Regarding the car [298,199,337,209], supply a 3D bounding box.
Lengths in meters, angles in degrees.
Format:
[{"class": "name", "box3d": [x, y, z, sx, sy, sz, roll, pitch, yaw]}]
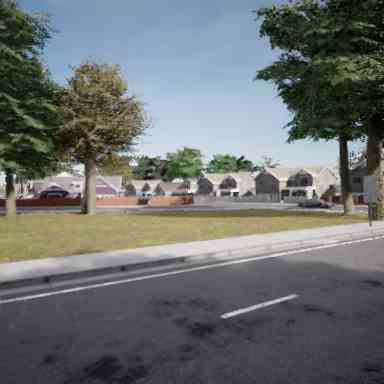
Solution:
[{"class": "car", "box3d": [17.614, 1.675, 47.163, 2.033, 1.411, 5.357, -1, 0, -35]}]
